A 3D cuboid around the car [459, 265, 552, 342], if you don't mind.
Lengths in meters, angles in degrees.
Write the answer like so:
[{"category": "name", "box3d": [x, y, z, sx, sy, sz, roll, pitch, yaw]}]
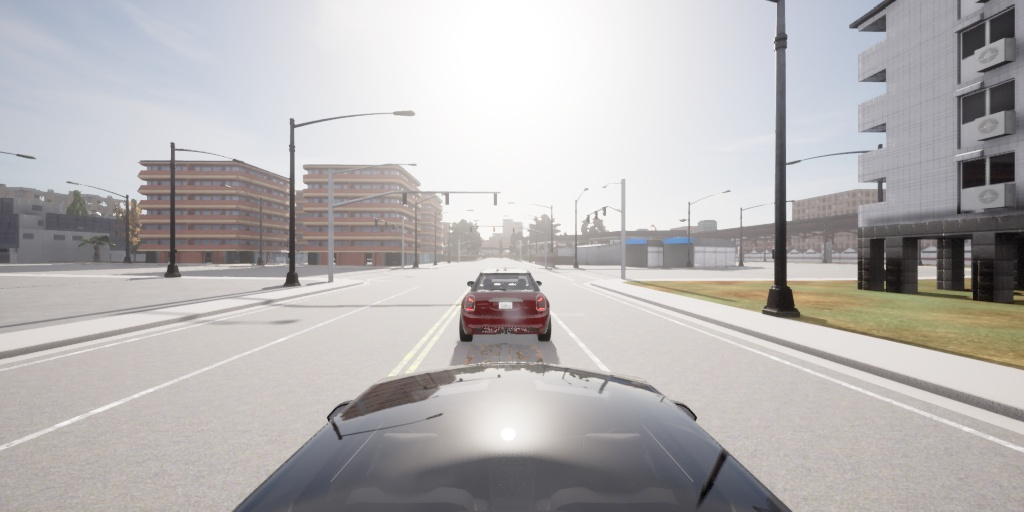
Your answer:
[{"category": "car", "box3d": [-0.203, 1.102, 9.981, 2.097, 1.767, 4.553, 0, 0, -2]}]
